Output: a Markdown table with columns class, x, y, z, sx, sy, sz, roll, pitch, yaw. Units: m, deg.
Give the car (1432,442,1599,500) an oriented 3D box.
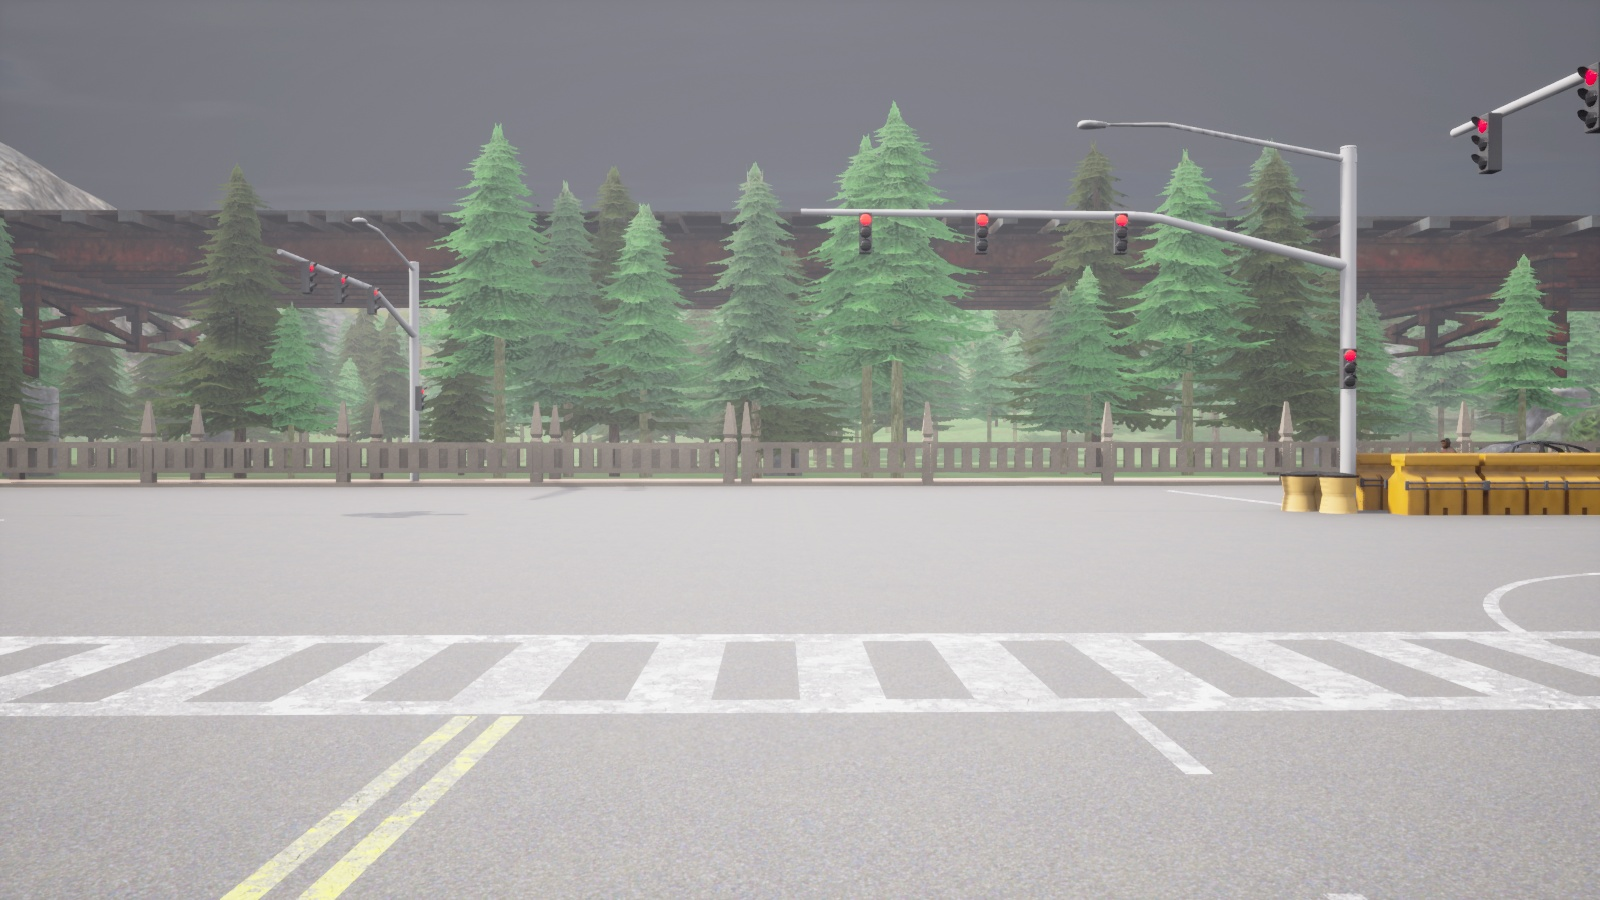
| class | x | y | z | sx | sy | sz | roll | pitch | yaw |
| --- | --- | --- | --- | --- | --- | --- | --- | --- | --- |
| car | 19.571 | 0.547 | 34.279 | 3.705 | 1.549 | 1.789 | 0 | 0 | -1 |
